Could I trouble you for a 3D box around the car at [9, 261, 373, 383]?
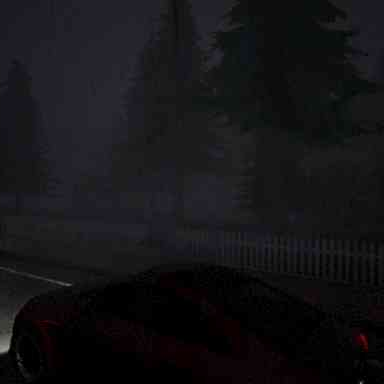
[{"bbox_3d":[-0.278,1.544,3.857,4.181,1.385,1.994,0,0,36],"label":"car"}]
